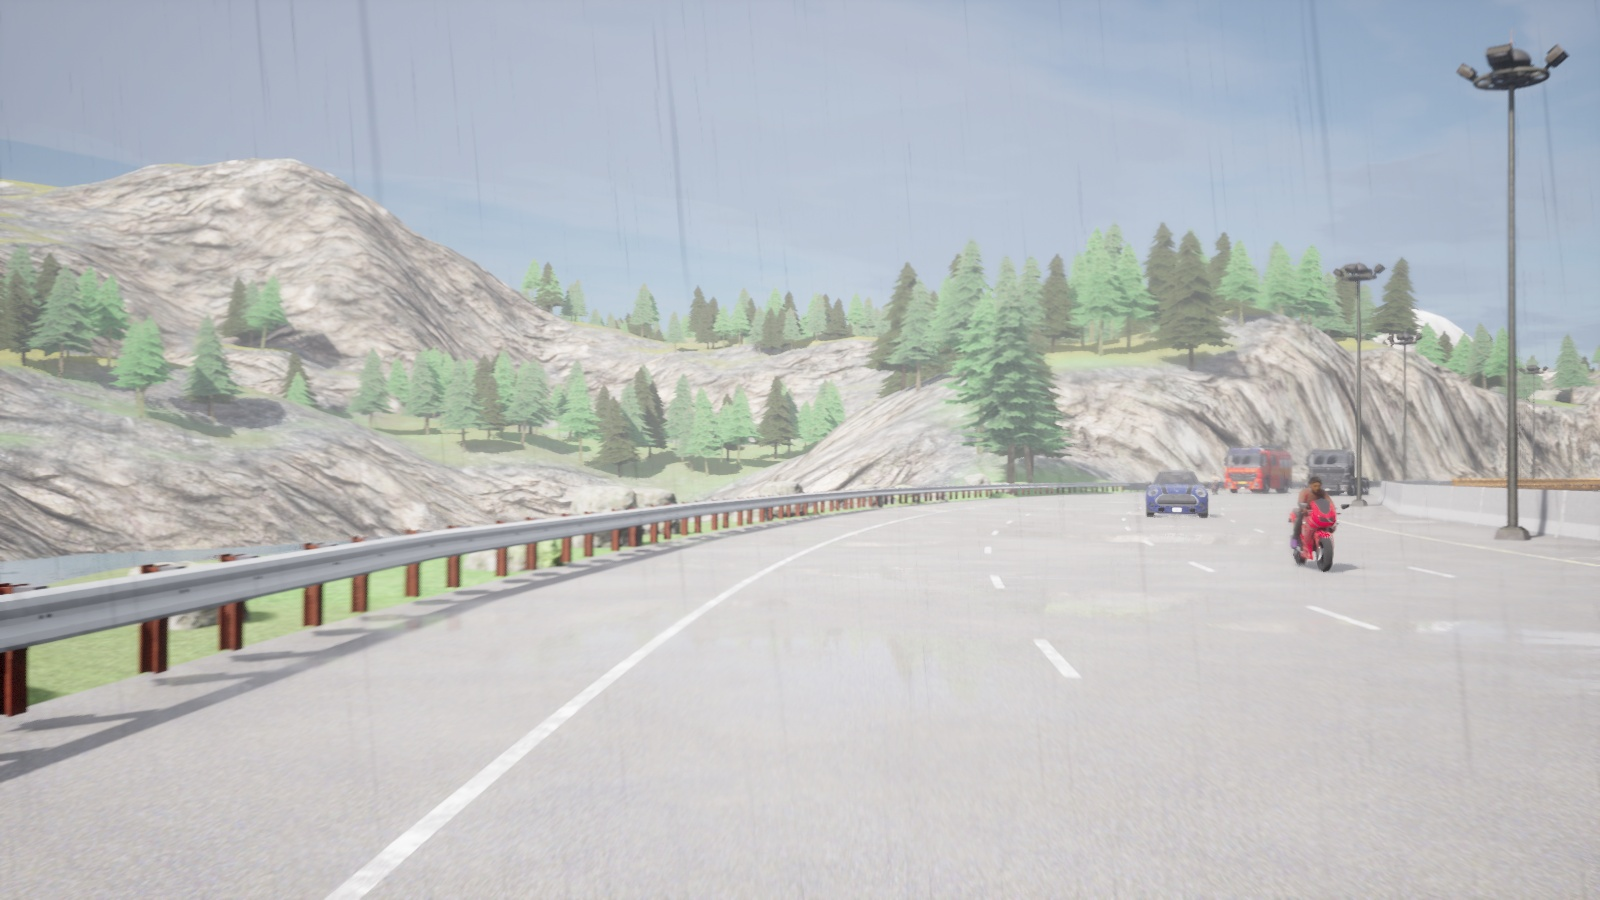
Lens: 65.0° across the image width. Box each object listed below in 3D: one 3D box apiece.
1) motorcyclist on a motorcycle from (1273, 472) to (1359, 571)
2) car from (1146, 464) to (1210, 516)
[{"bbox_3d":[8.405,1.126,20.553,0.797,1.523,2.044,1,-1,7],"label":"motorcyclist on a motorcycle"},{"bbox_3d":[13.546,1.403,45.110,2.097,1.767,4.553,0,-1,16],"label":"car"}]
